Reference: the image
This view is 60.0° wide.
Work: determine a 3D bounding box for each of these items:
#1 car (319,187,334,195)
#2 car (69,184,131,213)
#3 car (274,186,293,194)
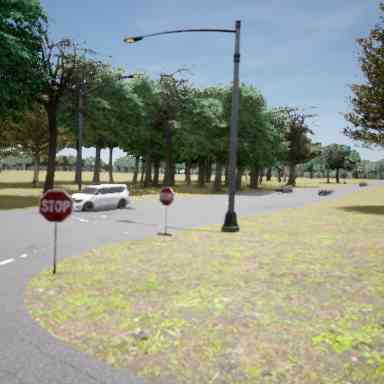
[{"bbox_3d":[23.444,-0.180,57.972,1.895,1.301,4.718,4,4,30],"label":"car"},{"bbox_3d":[-7.271,0.473,25.923,2.150,2.045,5.566,4,5,35],"label":"car"},{"bbox_3d":[16.194,-0.421,58.815,1.895,1.301,4.718,4,4,35],"label":"car"}]
